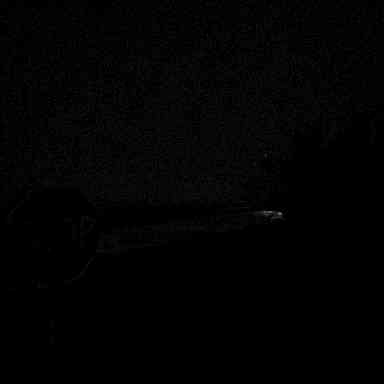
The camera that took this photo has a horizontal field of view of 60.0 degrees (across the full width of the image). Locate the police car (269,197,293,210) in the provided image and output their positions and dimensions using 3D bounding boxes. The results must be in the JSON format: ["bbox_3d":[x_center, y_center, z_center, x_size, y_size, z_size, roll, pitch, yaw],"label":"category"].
[{"bbox_3d":[10.872,1.395,39.867,2.038,1.542,4.974,0,1,36],"label":"police car"}]
